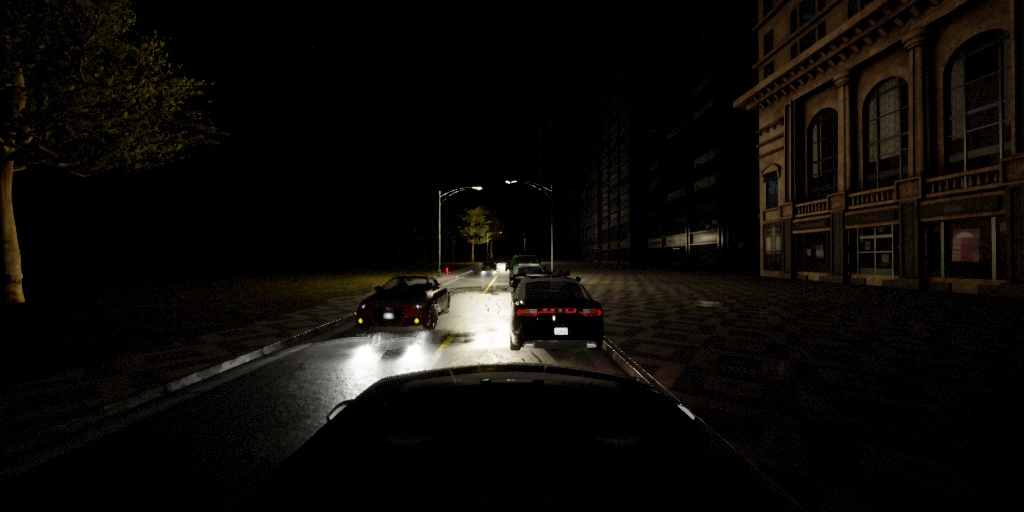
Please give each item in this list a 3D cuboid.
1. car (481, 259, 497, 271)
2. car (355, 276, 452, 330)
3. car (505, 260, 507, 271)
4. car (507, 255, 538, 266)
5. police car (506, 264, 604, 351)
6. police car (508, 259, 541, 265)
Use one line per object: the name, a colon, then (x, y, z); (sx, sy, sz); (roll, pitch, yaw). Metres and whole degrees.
car: (-3.002, 1.208, 47.917); (1.837, 1.490, 4.892); (0, 0, 0)
car: (-3.099, 1.313, 10.983); (1.994, 1.385, 4.181); (0, 0, 0)
car: (0.021, 1.253, 46.607); (2.033, 1.411, 5.357); (0, 0, 1)
car: (0.897, 0.964, 25.076); (2.150, 2.045, 5.566); (0, 0, 0)
police car: (0.900, 1.175, 9.155); (1.930, 1.638, 5.238); (0, 0, 0)
police car: (0.899, 1.170, 19.156); (1.930, 1.638, 5.238); (0, 0, 0)
